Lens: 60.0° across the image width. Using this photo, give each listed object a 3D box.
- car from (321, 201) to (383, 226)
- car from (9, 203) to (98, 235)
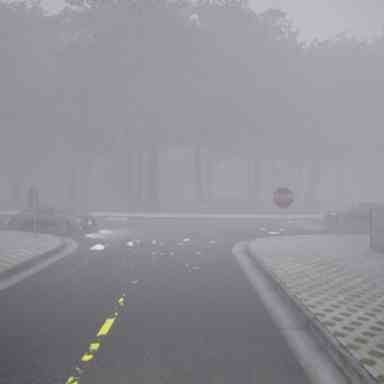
[{"bbox_3d":[10.397,1.269,20.441,4.674,1.442,1.812,0,2,0],"label":"car"},{"bbox_3d":[-6.888,1.284,16.661,4.181,1.385,1.994,1,2,14],"label":"car"}]
